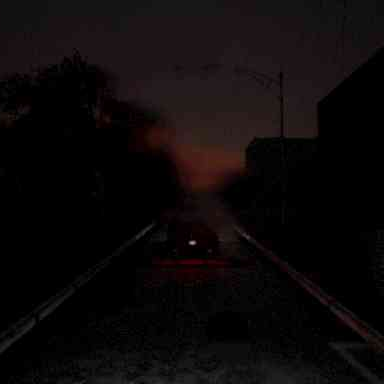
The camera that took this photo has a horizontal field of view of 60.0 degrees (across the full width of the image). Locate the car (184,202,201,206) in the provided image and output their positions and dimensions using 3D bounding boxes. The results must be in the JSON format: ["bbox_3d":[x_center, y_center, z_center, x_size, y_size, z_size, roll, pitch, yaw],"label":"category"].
[{"bbox_3d":[0.078,1.629,28.500,1.837,1.490,4.892,0,0,1],"label":"car"}]

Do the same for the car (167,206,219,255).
[{"bbox_3d":[0.043,1.570,13.773,1.882,1.535,5.008,0,0,1],"label":"car"}]
